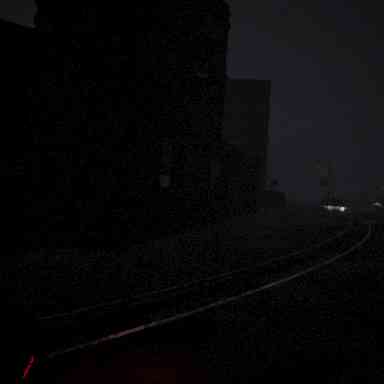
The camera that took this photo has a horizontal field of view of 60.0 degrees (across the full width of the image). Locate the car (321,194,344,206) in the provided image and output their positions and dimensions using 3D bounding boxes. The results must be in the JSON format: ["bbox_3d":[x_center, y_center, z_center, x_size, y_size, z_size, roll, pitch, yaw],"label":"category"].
[{"bbox_3d":[18.700,1.020,44.462,1.882,1.535,5.008,3,1,7],"label":"car"}]

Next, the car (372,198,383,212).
[{"bbox_3d":[21.063,1.381,35.888,2.128,1.511,4.902,3,1,10],"label":"car"}]

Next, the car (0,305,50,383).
[{"bbox_3d":[-3.392,1.523,1.713,4.892,1.490,1.837,0,0,-36],"label":"car"}]
